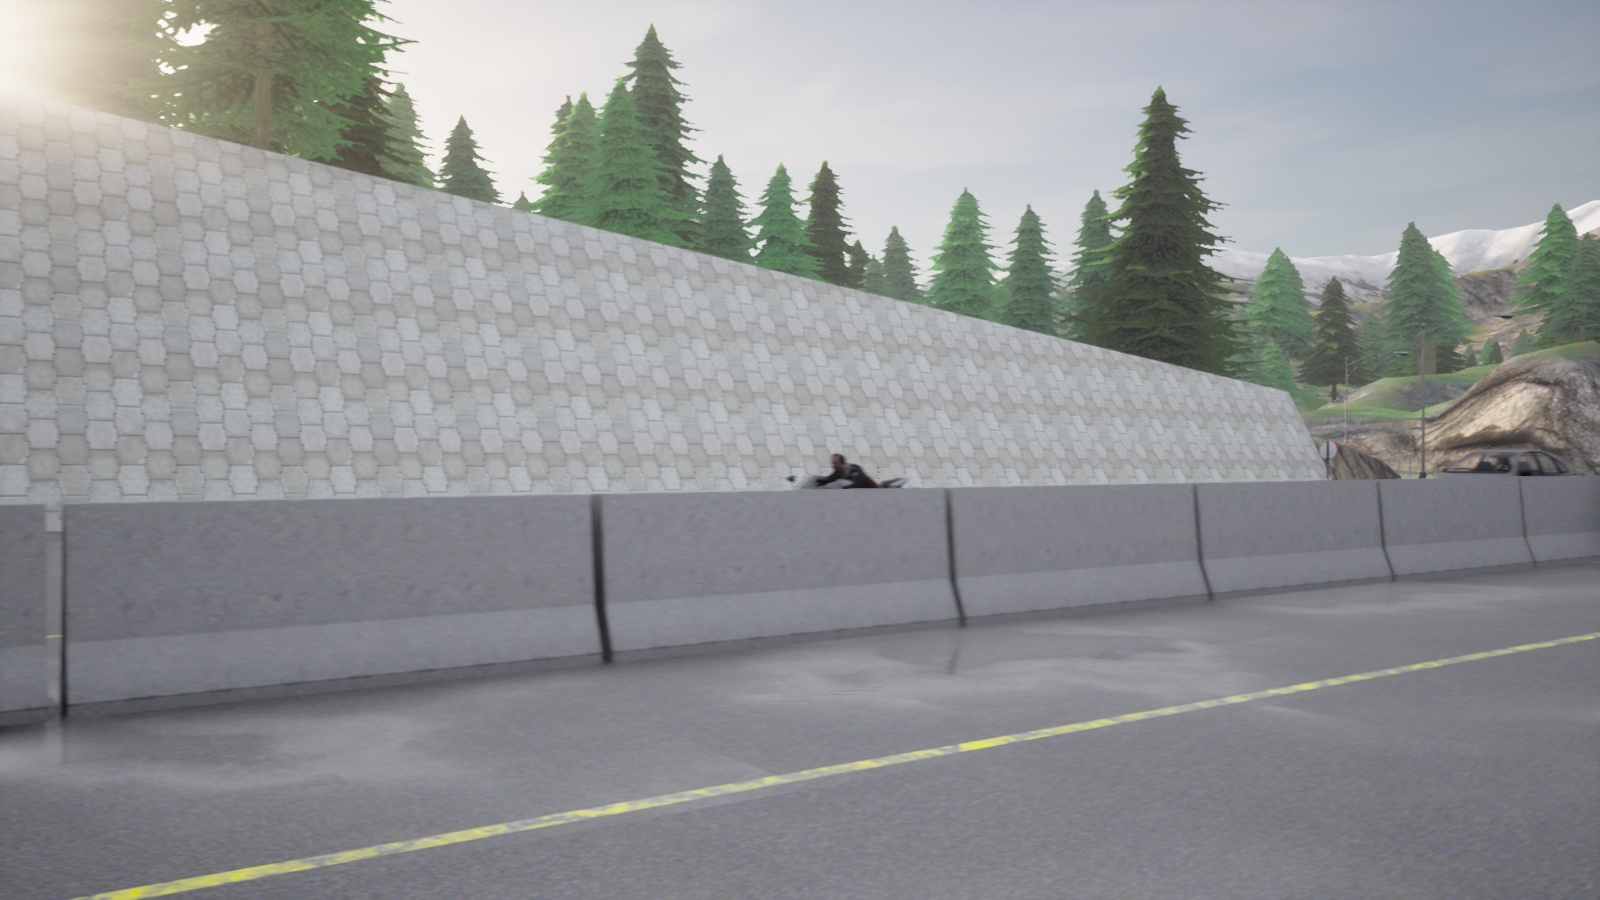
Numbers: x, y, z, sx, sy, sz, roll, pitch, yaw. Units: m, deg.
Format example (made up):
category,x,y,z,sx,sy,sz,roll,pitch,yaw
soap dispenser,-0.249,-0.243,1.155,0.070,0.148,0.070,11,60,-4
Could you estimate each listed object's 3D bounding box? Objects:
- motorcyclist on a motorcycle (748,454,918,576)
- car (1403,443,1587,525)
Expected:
category,x,y,z,sx,sy,sz,roll,pitch,yaw
motorcyclist on a motorcycle,0.459,0.820,16.771,2.191,1.530,0.866,0,0,-35
car,14.852,0.677,26.790,3.988,1.617,1.851,0,0,-35
